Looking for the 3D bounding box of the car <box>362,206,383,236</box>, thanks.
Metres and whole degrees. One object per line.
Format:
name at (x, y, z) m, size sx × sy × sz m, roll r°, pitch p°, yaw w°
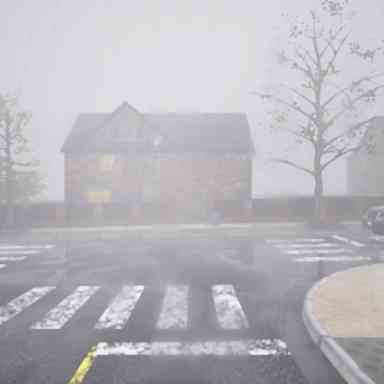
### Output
car at (10.246, 0.905, 14.014) m, size 5.566 × 2.045 × 2.150 m, roll -1°, pitch 1°, yaw 0°
